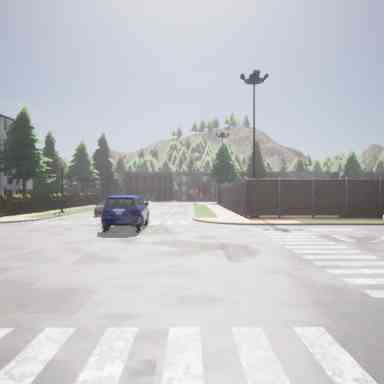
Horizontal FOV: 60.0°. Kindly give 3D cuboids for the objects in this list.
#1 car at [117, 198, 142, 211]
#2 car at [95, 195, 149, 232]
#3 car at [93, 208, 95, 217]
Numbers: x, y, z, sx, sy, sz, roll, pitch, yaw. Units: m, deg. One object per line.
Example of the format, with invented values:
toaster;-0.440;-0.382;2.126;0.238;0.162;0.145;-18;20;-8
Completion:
car;-7.733;1.529;41.695;2.033;1.411;5.357;0;0;0
car;-3.959;1.219;20.378;2.150;2.045;5.566;0;0;-1
car;-7.733;1.487;31.046;1.837;1.490;4.892;0;0;0
